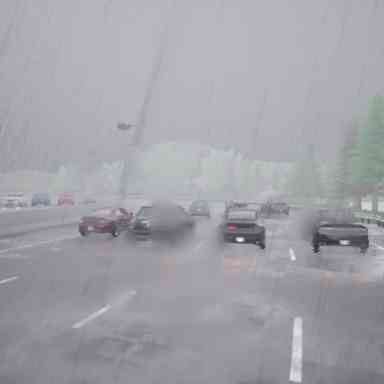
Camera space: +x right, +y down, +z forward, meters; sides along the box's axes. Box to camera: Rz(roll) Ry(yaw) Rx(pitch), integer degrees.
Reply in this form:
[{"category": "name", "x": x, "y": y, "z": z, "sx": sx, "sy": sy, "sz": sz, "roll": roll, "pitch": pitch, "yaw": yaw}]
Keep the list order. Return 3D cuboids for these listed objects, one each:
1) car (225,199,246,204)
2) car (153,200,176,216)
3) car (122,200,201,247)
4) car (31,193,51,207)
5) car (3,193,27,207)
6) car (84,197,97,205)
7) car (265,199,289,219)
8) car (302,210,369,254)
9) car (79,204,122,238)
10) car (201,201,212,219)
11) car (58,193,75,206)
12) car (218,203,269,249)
[{"category": "car", "x": 4.304, "y": 1.438, "z": 31.941, "sx": 1.837, "sy": 1.490, "sz": 4.892, "roll": 0, "pitch": 1, "yaw": 1}, {"category": "car", "x": -2.683, "y": 1.497, "z": 33.120, "sx": 1.994, "sy": 1.385, "sz": 4.181, "roll": 0, "pitch": 0, "yaw": 0}, {"category": "car", "x": -1.172, "y": 1.321, "z": 15.155, "sx": 2.097, "sy": 1.767, "sz": 4.553, "roll": 0, "pitch": 0, "yaw": 12}, {"category": "car", "x": -22.575, "y": 1.132, "z": 50.045, "sx": 2.150, "sy": 2.045, "sz": 5.566, "roll": 0, "pitch": 0, "yaw": -16}, {"category": "car", "x": -25.841, "y": 1.136, "z": 48.748, "sx": 2.150, "sy": 2.045, "sz": 5.566, "roll": 0, "pitch": 0, "yaw": -15}, {"category": "car", "x": -16.155, "y": 1.500, "z": 52.949, "sx": 1.895, "sy": 1.301, "sz": 4.718, "roll": 0, "pitch": 0, "yaw": -17}, {"category": "car", "x": 7.793, "y": 1.423, "z": 31.487, "sx": 2.128, "sy": 1.511, "sz": 4.902, "roll": 0, "pitch": 0, "yaw": 1}, {"category": "car", "x": 5.629, "y": 1.461, "z": 13.494, "sx": 2.128, "sy": 1.511, "sz": 4.902, "roll": 0, "pitch": 0, "yaw": 12}, {"category": "car", "x": -4.215, "y": 1.491, "z": 17.578, "sx": 1.812, "sy": 1.442, "sz": 4.674, "roll": 0, "pitch": 0, "yaw": 11}, {"category": "car", "x": 0.720, "y": 1.488, "z": 28.539, "sx": 2.033, "sy": 1.411, "sz": 5.357, "roll": 0, "pitch": 0, "yaw": 3}, {"category": "car", "x": -19.331, "y": 1.127, "z": 51.442, "sx": 2.150, "sy": 2.045, "sz": 5.566, "roll": 0, "pitch": 0, "yaw": -16}, {"category": "car", "x": 2.295, "y": 1.475, "z": 14.611, "sx": 1.837, "sy": 1.490, "sz": 4.892, "roll": 0, "pitch": 1, "yaw": 12}]
